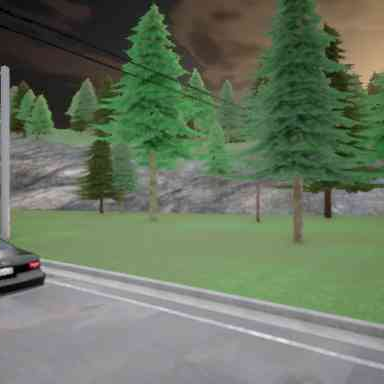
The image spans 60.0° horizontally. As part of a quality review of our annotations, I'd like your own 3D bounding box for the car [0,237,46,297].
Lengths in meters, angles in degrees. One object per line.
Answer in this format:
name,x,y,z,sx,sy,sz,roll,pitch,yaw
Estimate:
car,-5.676,1.584,7.755,5.357,1.411,2.033,0,0,33
